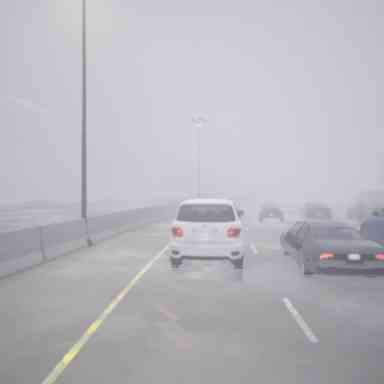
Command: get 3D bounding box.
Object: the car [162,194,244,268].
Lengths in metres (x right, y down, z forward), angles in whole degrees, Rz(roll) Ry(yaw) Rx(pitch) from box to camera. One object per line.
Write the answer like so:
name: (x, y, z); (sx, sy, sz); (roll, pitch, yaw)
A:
car: (0.615, 1.229, 11.485); (2.150, 2.045, 5.566); (0, 0, 6)

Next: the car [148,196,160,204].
car: (-7.041, 1.513, 66.653); (1.882, 1.535, 5.008); (0, 0, 23)

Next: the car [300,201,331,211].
car: (9.959, 1.491, 26.978); (1.882, 1.535, 5.008); (0, 0, 12)

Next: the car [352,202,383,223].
car: (7.605, 1.229, 11.056); (2.150, 2.045, 5.566); (0, 0, 6)

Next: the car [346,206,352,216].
car: (13.167, 1.504, 25.260); (2.128, 1.511, 4.902); (0, 0, 12)

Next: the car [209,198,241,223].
car: (2.785, 1.365, 26.849); (2.097, 1.767, 4.553); (0, 0, 11)

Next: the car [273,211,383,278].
car: (3.998, 1.553, 10.208); (2.033, 1.411, 5.357); (0, 0, 6)

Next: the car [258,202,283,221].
car: (6.392, 1.539, 27.044); (1.812, 1.442, 4.674); (0, 0, 12)

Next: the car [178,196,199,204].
car: (-0.596, 1.581, 63.919); (2.033, 1.411, 5.357); (0, 0, 23)

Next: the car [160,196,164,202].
car: (-3.917, 1.596, 65.043); (1.994, 1.385, 4.181); (0, 0, 23)
